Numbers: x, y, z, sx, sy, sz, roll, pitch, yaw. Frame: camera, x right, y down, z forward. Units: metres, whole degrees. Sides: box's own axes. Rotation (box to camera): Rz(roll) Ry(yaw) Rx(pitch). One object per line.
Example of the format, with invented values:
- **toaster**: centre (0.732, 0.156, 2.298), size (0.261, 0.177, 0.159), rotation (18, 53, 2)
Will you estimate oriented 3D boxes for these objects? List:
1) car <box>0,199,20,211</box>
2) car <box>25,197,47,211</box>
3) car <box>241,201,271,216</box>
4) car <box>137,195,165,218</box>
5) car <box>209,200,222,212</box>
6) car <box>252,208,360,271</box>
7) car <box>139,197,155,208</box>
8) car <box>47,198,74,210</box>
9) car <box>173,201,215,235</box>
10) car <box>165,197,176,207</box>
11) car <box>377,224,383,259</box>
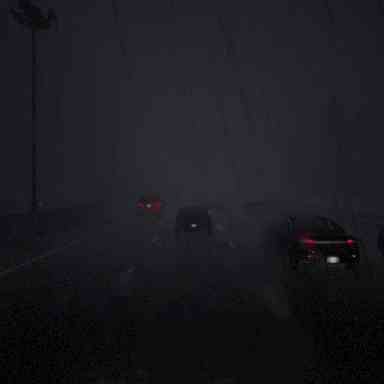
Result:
- **car**: centre (-22.971, 1.603, 41.001), size (2.033, 1.411, 5.357), rotation (0, 0, -9)
- **car**: centre (-19.762, 1.410, 42.685), size (2.097, 1.767, 4.553), rotation (0, 0, -10)
- **car**: centre (6.418, 1.593, 33.411), size (2.033, 1.411, 5.357), rotation (0, 0, -6)
- **car**: centre (-3.785, 1.263, 30.286), size (2.150, 2.045, 5.566), rotation (0, 0, -4)
- **car**: centre (2.191, 1.654, 39.631), size (1.895, 1.301, 4.718), rotation (0, 0, -8)
- **car**: centre (3.594, 1.507, 10.900), size (2.128, 1.511, 4.902), rotation (0, 0, 0)
- **car**: centre (-7.036, 1.560, 51.680), size (2.128, 1.511, 4.902), rotation (0, 0, -13)
- **car**: centre (-15.952, 1.533, 41.156), size (1.882, 1.535, 5.008), rotation (0, 0, -9)
- **car**: centre (0.063, 1.503, 18.905), size (1.882, 1.535, 5.008), rotation (0, 0, -1)
- **car**: centre (-3.688, 1.597, 52.938), size (1.812, 1.442, 4.674), rotation (0, 0, -13)
- **car**: centre (7.096, 1.235, 8.444), size (2.150, 2.045, 5.566), rotation (0, 0, 0)
